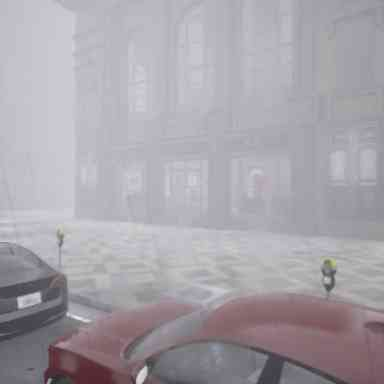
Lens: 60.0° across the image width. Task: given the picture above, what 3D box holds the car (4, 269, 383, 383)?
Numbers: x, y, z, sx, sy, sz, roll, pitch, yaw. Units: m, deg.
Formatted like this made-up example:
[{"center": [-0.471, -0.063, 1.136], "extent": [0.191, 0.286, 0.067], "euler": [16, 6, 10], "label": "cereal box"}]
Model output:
[{"center": [0.615, 1.545, 2.634], "extent": [4.507, 1.381, 1.887], "euler": [0, 0, 35], "label": "car"}]

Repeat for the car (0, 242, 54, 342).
[{"center": [-3.984, 1.566, 5.914], "extent": [4.313, 1.339, 1.947], "euler": [0, 0, 35], "label": "car"}]
